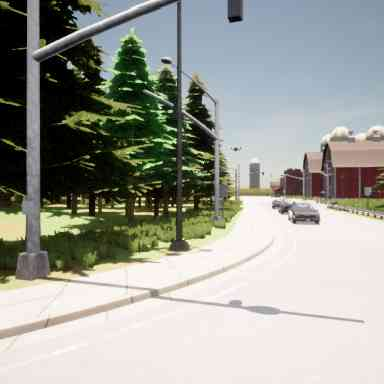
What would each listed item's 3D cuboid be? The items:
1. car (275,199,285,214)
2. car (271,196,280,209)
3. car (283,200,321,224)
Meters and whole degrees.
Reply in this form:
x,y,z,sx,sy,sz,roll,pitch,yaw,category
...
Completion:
x,y,z,sx,sy,sz,roll,pitch,yaw,category
10.122,1.601,34.781,1.895,1.301,4.718,0,0,10,car
11.798,1.564,44.704,1.994,1.385,4.181,0,0,9,car
8.387,1.547,25.287,2.033,1.411,5.357,0,0,11,car
